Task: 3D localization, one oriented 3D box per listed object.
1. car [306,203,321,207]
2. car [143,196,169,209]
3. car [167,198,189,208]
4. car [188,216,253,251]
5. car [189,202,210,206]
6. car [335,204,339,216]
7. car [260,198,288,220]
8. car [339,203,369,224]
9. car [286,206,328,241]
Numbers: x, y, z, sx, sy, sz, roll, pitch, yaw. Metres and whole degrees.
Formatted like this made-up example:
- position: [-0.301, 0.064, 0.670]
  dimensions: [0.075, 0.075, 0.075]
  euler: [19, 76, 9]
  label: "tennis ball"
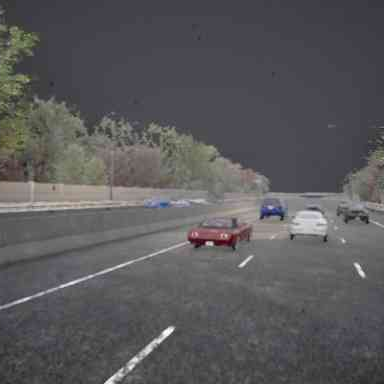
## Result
- position: [13.143, 1.980, 36.025]
  dimensions: [1.837, 1.490, 4.892]
  euler: [0, 0, 21]
  label: "car"
- position: [-4.911, 1.636, 48.199]
  dimensions: [2.150, 2.045, 5.566]
  euler: [0, 0, 21]
  label: "car"
- position: [-1.462, 1.968, 47.424]
  dimensions: [1.812, 1.442, 4.674]
  euler: [0, -1, 21]
  label: "car"
- position: [1.480, 1.760, 15.082]
  dimensions: [1.895, 1.301, 4.718]
  euler: [0, -1, 21]
  label: "car"
- position: [1.571, 2.018, 45.550]
  dimensions: [1.994, 1.385, 4.181]
  euler: [0, -1, 21]
  label: "car"
- position: [17.874, 2.055, 38.865]
  dimensions: [1.837, 1.490, 4.892]
  euler: [0, 0, 21]
  label: "car"
- position: [8.015, 1.609, 32.367]
  dimensions: [2.150, 2.045, 5.566]
  euler: [0, -1, 21]
  label: "car"
- position: [14.205, 1.921, 29.047]
  dimensions: [1.837, 1.490, 4.892]
  euler: [0, -1, 21]
  label: "car"
- position: [6.502, 1.766, 18.466]
  dimensions: [1.812, 1.442, 4.674]
  euler: [0, -1, 21]
  label: "car"
